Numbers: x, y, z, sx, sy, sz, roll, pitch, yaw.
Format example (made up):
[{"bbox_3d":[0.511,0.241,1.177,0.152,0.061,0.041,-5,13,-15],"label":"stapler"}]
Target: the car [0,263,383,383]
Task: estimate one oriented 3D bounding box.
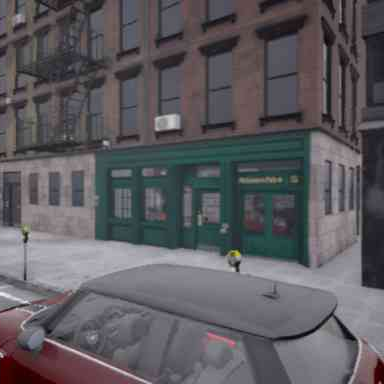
[{"bbox_3d":[-0.468,1.437,3.142,4.097,1.590,1.967,0,0,36],"label":"car"}]
